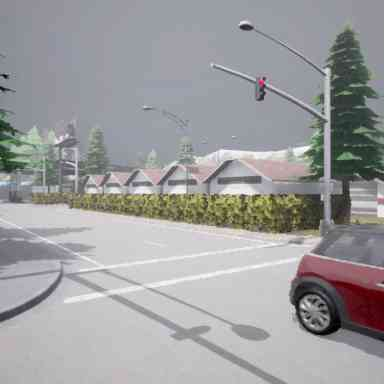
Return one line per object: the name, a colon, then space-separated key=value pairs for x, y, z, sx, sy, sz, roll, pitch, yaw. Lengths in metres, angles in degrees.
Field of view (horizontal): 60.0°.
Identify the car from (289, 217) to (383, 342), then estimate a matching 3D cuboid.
car: x=3.684 y=1.303 z=4.539 sx=2.097 sy=1.767 sz=4.553 roll=0 pitch=0 yaw=-37
